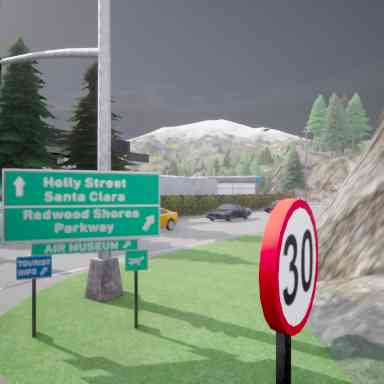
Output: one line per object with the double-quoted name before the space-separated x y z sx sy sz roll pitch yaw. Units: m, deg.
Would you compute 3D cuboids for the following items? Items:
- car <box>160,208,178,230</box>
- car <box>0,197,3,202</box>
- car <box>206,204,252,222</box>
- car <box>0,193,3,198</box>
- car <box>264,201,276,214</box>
"car" -2.912 1.669 20.479 1.882 1.535 5.008 0 0 36
"car" -12.368 1.505 26.054 1.905 1.878 3.866 0 0 35
"car" 3.359 1.739 29.098 2.033 1.411 5.357 0 0 36
"car" -38.568 1.490 69.998 4.514 1.523 2.007 0 0 35
"car" 10.132 1.739 38.385 2.033 1.411 5.357 0 0 36
